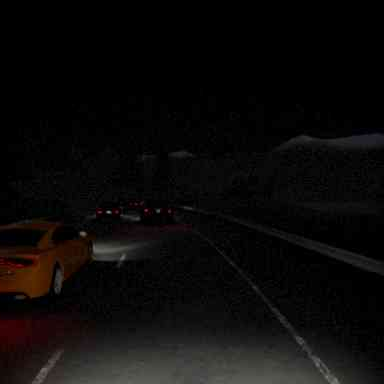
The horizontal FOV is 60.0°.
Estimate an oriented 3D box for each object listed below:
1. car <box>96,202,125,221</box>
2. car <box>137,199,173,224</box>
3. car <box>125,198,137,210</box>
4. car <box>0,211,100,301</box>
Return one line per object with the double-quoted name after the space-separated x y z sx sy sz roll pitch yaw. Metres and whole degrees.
-6.624 1.514 26.519 2.033 1.411 5.357 0 0 -13 "car"
-2.687 1.317 24.464 2.097 1.767 4.553 0 0 -11 "car"
-7.395 1.492 41.253 2.033 1.411 5.357 0 0 -20 "car"
-3.871 1.469 8.376 1.882 1.535 5.008 0 0 -4 "car"
